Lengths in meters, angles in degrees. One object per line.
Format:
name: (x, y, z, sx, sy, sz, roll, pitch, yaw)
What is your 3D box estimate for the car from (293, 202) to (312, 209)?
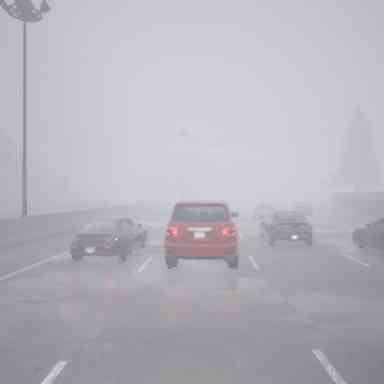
car: (10.627, 1.698, 32.332, 1.812, 1.442, 4.674, 0, 0, 13)

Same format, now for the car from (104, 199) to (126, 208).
car: (-10.389, 1.822, 48.927, 1.882, 1.535, 5.008, 0, 0, 18)

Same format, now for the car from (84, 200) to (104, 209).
car: (-13.581, 1.913, 50.554, 2.033, 1.411, 5.357, 0, 0, 18)

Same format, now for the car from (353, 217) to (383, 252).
car: (7.525, 1.579, 12.001, 1.812, 1.442, 4.674, 0, 0, 4)

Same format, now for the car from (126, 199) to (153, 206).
car: (-7.126, 1.831, 47.660, 1.837, 1.490, 4.892, 0, 0, 18)

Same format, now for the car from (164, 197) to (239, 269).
car: (0.453, 1.290, 11.583, 2.150, 2.045, 5.566, 0, -1, 5)

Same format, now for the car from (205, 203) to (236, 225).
car: (2.431, 1.715, 27.392, 2.033, 1.411, 5.357, 0, 0, 10)

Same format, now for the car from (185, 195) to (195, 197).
car: (-0.760, 1.527, 87.170, 2.097, 1.767, 4.553, 0, 0, 31)

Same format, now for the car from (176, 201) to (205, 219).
car: (-0.049, 1.714, 32.668, 1.837, 1.490, 4.892, 0, 0, 12)

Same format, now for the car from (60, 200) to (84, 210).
car: (-17.396, 1.922, 50.085, 2.033, 1.411, 5.357, 0, 0, 17)

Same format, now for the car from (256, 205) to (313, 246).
car: (4.362, 1.592, 15.856, 1.837, 1.490, 4.892, 0, 0, 5)

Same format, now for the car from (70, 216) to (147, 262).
car: (-2.962, 1.615, 12.497, 1.812, 1.442, 4.674, 0, 0, 4)

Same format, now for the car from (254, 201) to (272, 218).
car: (7.055, 1.661, 32.341, 1.882, 1.535, 5.008, 0, 0, 13)
